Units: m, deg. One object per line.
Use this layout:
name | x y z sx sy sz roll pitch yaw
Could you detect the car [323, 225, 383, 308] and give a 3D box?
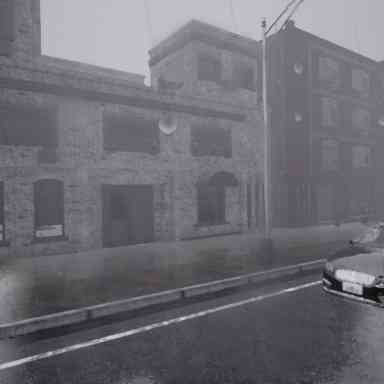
car | 4.924 1.488 7.508 4.902 1.511 2.128 0 0 -36
